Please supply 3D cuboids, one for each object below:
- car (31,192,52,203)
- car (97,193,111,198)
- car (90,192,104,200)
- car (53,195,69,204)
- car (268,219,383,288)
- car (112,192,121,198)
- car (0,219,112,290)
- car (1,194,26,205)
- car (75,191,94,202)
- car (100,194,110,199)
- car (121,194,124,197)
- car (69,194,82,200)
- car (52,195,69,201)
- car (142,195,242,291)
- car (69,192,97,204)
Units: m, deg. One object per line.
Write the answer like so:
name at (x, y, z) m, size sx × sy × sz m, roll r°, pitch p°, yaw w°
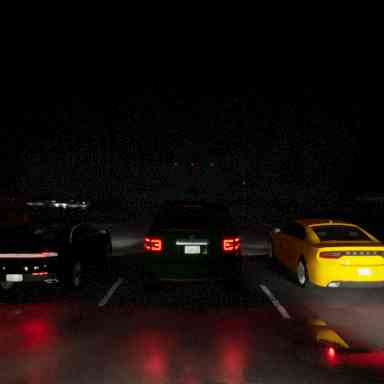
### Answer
car at (-29.038, 0.948, 64.369) m, size 2.150 × 2.045 × 5.566 m, roll 0°, pitch 0°, yaw -1°
car at (-18.590, 1.246, 67.466) m, size 2.033 × 1.411 × 5.357 m, roll 0°, pitch 0°, yaw -1°
car at (-22.276, 1.003, 78.067) m, size 2.097 × 1.767 × 4.553 m, roll 0°, pitch 0°, yaw -1°
car at (-21.988, 1.324, 57.685) m, size 1.994 × 1.385 × 4.181 m, roll 0°, pitch 0°, yaw -1°
car at (3.475, 1.468, 9.211) m, size 1.882 × 1.535 × 5.008 m, roll 0°, pitch 0°, yaw 0°
car at (-18.766, 1.191, 77.516) m, size 2.033 × 1.411 × 5.357 m, roll 0°, pitch 0°, yaw -1°
car at (-3.522, 1.482, 9.012) m, size 2.128 × 1.511 × 4.902 m, roll 0°, pitch 0°, yaw 0°
car at (-28.931, 1.132, 54.040) m, size 2.097 × 1.767 × 4.553 m, roll 0°, pitch 0°, yaw -1°
car at (-22.107, 0.926, 68.394) m, size 2.150 × 2.045 × 5.566 m, roll 0°, pitch 0°, yaw -1°
car at (-22.634, 1.153, 86.660) m, size 1.994 × 1.385 × 4.181 m, roll 0°, pitch 0°, yaw -4°
car at (-19.483, 1.134, 90.160) m, size 1.994 × 1.385 × 4.181 m, roll 0°, pitch 0°, yaw -7°
car at (-29.446, 1.137, 84.333) m, size 1.812 × 1.442 × 4.674 m, roll 0°, pitch 0°, yaw -4°
car at (-29.206, 1.264, 74.079) m, size 1.895 × 1.301 × 4.718 m, roll 0°, pitch 0°, yaw -1°
car at (-0.014, 1.212, 9.157) m, size 2.150 × 2.045 × 5.566 m, roll 0°, pitch 0°, yaw 0°
car at (-18.484, 0.986, 56.871) m, size 2.150 × 2.045 × 5.566 m, roll 0°, pitch 0°, yaw -1°
